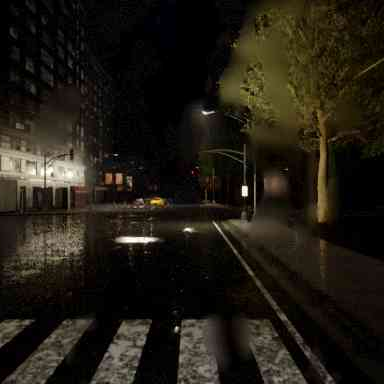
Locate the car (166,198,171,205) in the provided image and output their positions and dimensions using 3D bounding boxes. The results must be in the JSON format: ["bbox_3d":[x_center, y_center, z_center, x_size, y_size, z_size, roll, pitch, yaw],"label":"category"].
[{"bbox_3d":[-6.325,2.070,72.130,2.033,1.411,5.357,0,-1,0],"label":"car"}]

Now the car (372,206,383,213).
[{"bbox_3d":[41.790,3.910,74.394,4.892,1.490,1.837,4,-3,-45],"label":"car"}]

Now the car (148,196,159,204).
[{"bbox_3d":[-9.549,1.911,82.750,2.150,2.045,5.566,0,-1,0],"label":"car"}]

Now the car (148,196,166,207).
[{"bbox_3d":[-6.397,1.865,61.122,1.882,1.535,5.008,0,-1,1],"label":"car"}]

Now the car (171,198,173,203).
[{"bbox_3d":[-6.299,2.209,82.621,1.812,1.442,4.674,0,-1,0],"label":"car"}]

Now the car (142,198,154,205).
[{"bbox_3d":[-9.576,2.080,71.998,1.994,1.385,4.181,0,-1,0],"label":"car"}]

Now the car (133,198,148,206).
[{"bbox_3d":[-9.642,1.952,61.300,1.994,1.385,4.181,0,-1,1],"label":"car"}]
